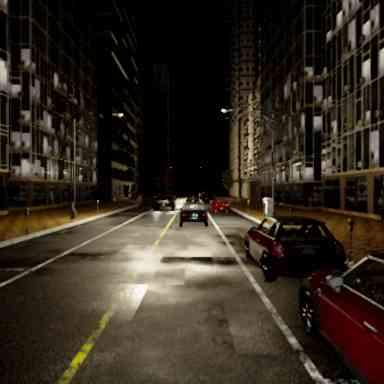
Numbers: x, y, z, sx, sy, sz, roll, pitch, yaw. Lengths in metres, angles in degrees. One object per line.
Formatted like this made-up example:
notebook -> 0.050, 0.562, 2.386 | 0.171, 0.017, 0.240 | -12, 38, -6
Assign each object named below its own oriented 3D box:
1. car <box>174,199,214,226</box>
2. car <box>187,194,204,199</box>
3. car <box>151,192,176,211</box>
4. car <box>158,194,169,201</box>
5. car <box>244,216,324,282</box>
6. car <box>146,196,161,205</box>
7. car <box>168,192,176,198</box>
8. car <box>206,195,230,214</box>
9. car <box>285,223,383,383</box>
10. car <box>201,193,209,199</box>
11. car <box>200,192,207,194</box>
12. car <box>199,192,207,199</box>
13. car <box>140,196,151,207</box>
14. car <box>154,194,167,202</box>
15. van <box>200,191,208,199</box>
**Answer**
car -> 0.101, 1.404, 22.214 | 2.033, 1.411, 5.357 | 0, 0, 0
car -> 0.104, 1.265, 41.848 | 2.033, 1.411, 5.357 | 0, 0, 0
car -> -2.996, 0.971, 37.716 | 2.150, 2.045, 5.566 | 0, 0, 0
car -> -5.682, 1.097, 66.501 | 1.947, 1.339, 4.313 | 0, 0, 0
car -> 2.692, 1.378, 9.568 | 1.967, 1.590, 4.097 | 0, 0, 0
car -> -5.684, 1.244, 49.424 | 1.802, 1.307, 4.206 | 0, 0, 0
car -> -5.679, 0.824, 94.793 | 1.752, 1.417, 4.829 | 0, 0, 0
car -> 2.695, 1.331, 32.339 | 1.887, 1.381, 4.507 | 0, 0, 0
car -> 2.692, 1.415, 3.876 | 1.967, 1.590, 4.097 | 0, 0, 0
car -> 2.697, 1.227, 49.415 | 1.947, 1.339, 4.313 | 0, 0, 0
car -> 2.698, 1.141, 60.799 | 1.947, 1.339, 4.313 | 0, 0, 0
car -> 2.701, 0.833, 83.567 | 1.967, 1.590, 4.097 | 0, 0, 0
car -> -5.684, 1.249, 43.730 | 1.887, 1.381, 4.507 | 0, 0, 0
car -> -5.682, 1.120, 60.808 | 1.887, 1.381, 4.507 | 0, 0, 0
van -> 2.701, 0.781, 77.875 | 1.690, 1.788, 3.998 | 0, 0, 0
